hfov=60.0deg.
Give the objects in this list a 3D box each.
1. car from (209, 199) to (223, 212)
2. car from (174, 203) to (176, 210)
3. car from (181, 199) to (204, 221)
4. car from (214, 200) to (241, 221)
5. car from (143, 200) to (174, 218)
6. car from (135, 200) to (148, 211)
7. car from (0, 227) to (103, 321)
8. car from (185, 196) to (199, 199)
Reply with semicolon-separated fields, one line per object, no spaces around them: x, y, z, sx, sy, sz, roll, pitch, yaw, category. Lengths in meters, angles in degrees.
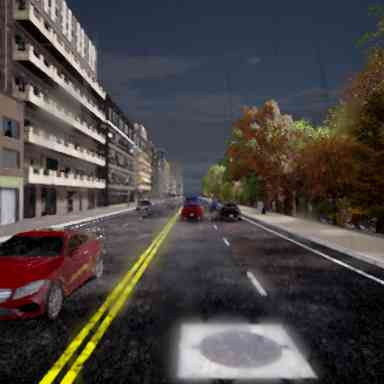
3.300;1.678;43.711;2.097;1.767;4.553;0;0;1;car
-3.245;1.964;45.987;1.895;1.301;4.718;0;0;0;car
0.008;1.698;29.516;1.882;1.535;5.008;0;0;0;car
3.262;1.729;29.912;1.837;1.490;4.892;0;0;0;car
-3.256;1.797;33.441;2.033;1.411;5.357;0;0;0;car
-6.496;1.884;46.012;1.812;1.442;4.674;0;0;0;car
-3.349;1.582;7.532;1.812;1.442;4.674;0;-1;0;car
0.036;1.542;42.713;2.150;2.045;5.566;0;0;1;car
